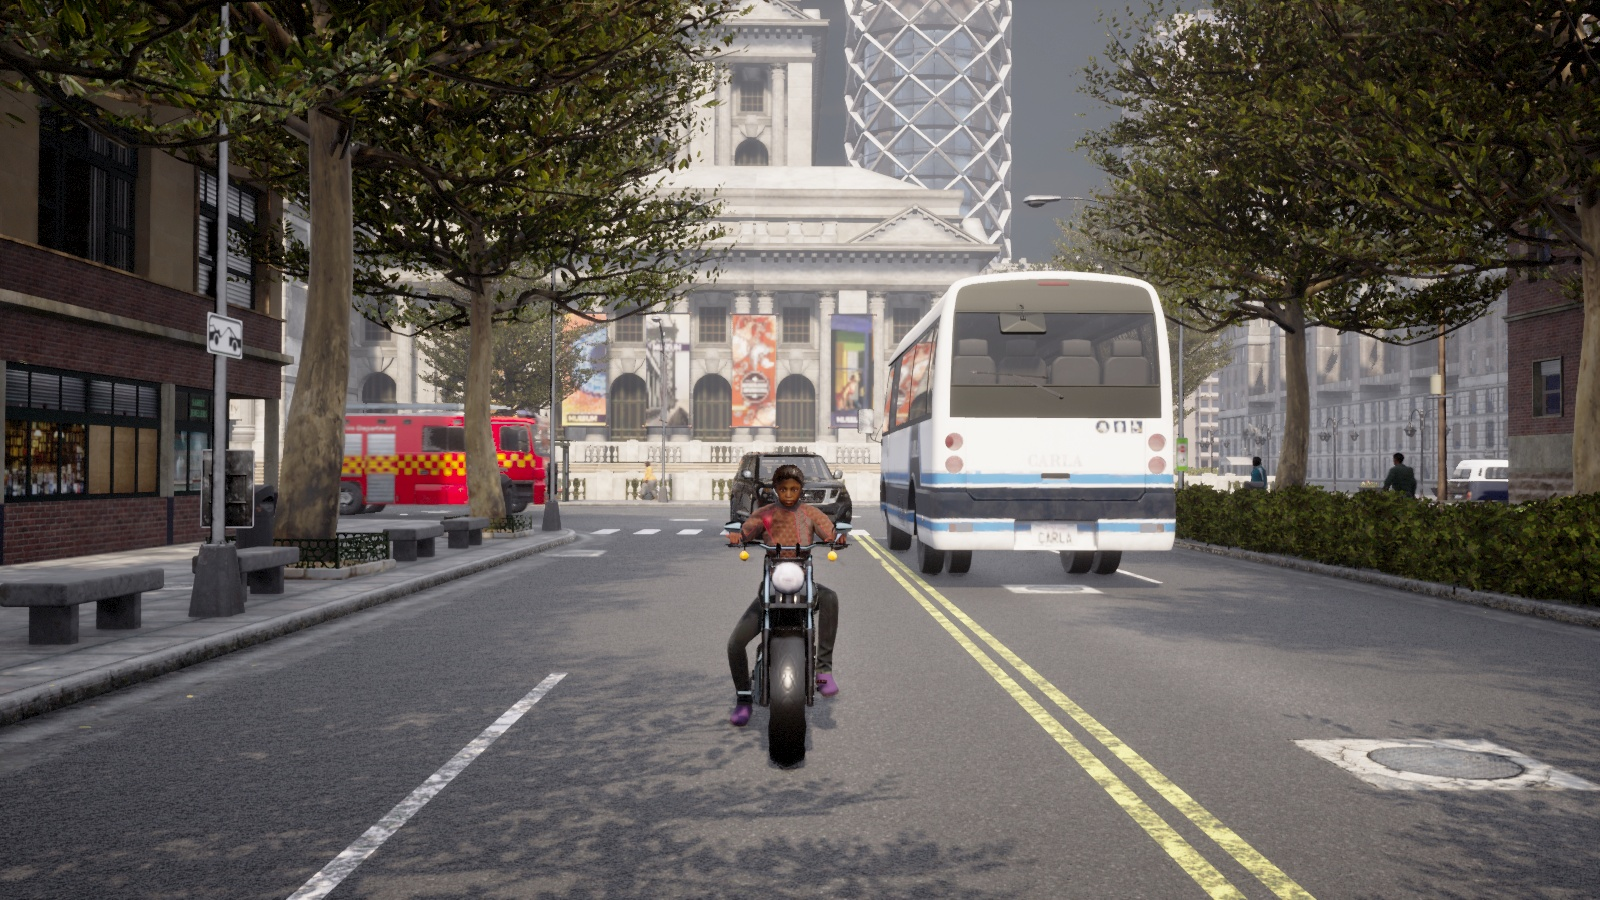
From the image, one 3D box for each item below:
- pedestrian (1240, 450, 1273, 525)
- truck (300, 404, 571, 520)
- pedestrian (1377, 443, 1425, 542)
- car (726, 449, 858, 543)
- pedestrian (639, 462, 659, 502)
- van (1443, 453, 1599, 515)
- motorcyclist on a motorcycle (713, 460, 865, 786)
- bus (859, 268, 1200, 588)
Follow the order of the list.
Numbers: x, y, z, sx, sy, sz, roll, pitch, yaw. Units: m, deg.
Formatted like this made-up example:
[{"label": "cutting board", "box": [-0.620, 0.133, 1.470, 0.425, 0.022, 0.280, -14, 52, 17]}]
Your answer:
[{"label": "pedestrian", "box": [11.855, 0.971, 32.639, 0.692, 1.930, 0.396, 0, -1, -7]}, {"label": "truck", "box": [-12.382, 0.423, 43.189, 8.468, 3.827, 2.891, 0, -1, 0]}, {"label": "pedestrian", "box": [12.032, 0.844, 25.152, 0.423, 1.949, 0.788, 0, -1, -14]}, {"label": "car", "box": [-0.332, 1.043, 30.316, 2.150, 2.045, 5.566, 0, -1, -12]}, {"label": "pedestrian", "box": [-6.987, 1.475, 58.245, 0.900, 1.855, 0.874, 0, -1, -7]}, {"label": "van", "box": [24.946, 1.163, 43.260, 4.480, 2.038, 2.069, 0, -1, 0]}, {"label": "motorcyclist on a motorcycle", "box": [-0.065, 0.892, 7.543, 0.766, 1.649, 2.350, 0, -1, -1]}, {"label": "bus", "box": [3.303, -0.209, 21.872, 3.944, 4.253, 10.273, 0, -1, 0]}]
